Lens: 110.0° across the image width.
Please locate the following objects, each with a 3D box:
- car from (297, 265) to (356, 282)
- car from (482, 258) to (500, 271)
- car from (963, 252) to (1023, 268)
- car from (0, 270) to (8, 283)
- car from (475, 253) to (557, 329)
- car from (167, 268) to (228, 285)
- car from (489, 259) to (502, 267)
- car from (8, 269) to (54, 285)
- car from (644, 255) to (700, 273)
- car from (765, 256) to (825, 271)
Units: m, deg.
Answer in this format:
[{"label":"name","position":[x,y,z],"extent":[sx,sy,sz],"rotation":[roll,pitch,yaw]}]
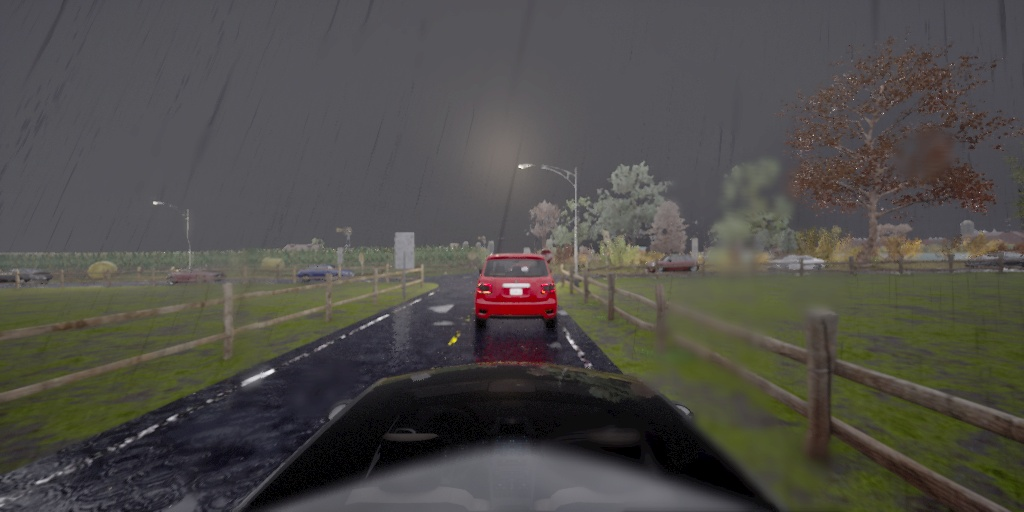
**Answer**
[{"label":"car","position":[-15.833,1.451,30.661],"extent":[4.674,1.442,1.812],"rotation":[-1,0,3]},{"label":"car","position":[-2.757,1.108,47.569],"extent":[2.128,1.511,4.902],"rotation":[0,0,0]},{"label":"car","position":[43.939,0.390,32.379],"extent":[4.674,1.442,1.812],"rotation":[-1,0,2]},{"label":"car","position":[-48.128,1.887,31.428],"extent":[4.553,1.767,2.097],"rotation":[-1,0,2]},{"label":"car","position":[0.107,0.936,11.269],"extent":[2.150,2.045,5.566],"rotation":[0,0,0]},{"label":"car","position":[-27.068,1.697,30.936],"extent":[4.181,1.385,1.994],"rotation":[-1,0,1]},{"label":"car","position":[-2.733,1.190,60.480],"extent":[1.895,1.301,4.718],"rotation":[0,0,0]},{"label":"car","position":[-46.973,1.991,34.242],"extent":[4.902,1.511,2.128],"rotation":[-1,0,1]},{"label":"car","position":[14.612,0.715,33.028],"extent":[4.553,1.767,2.097],"rotation":[-1,0,1]},{"label":"car","position":[25.844,0.694,32.783],"extent":[4.674,1.442,1.812],"rotation":[-1,0,1]}]
